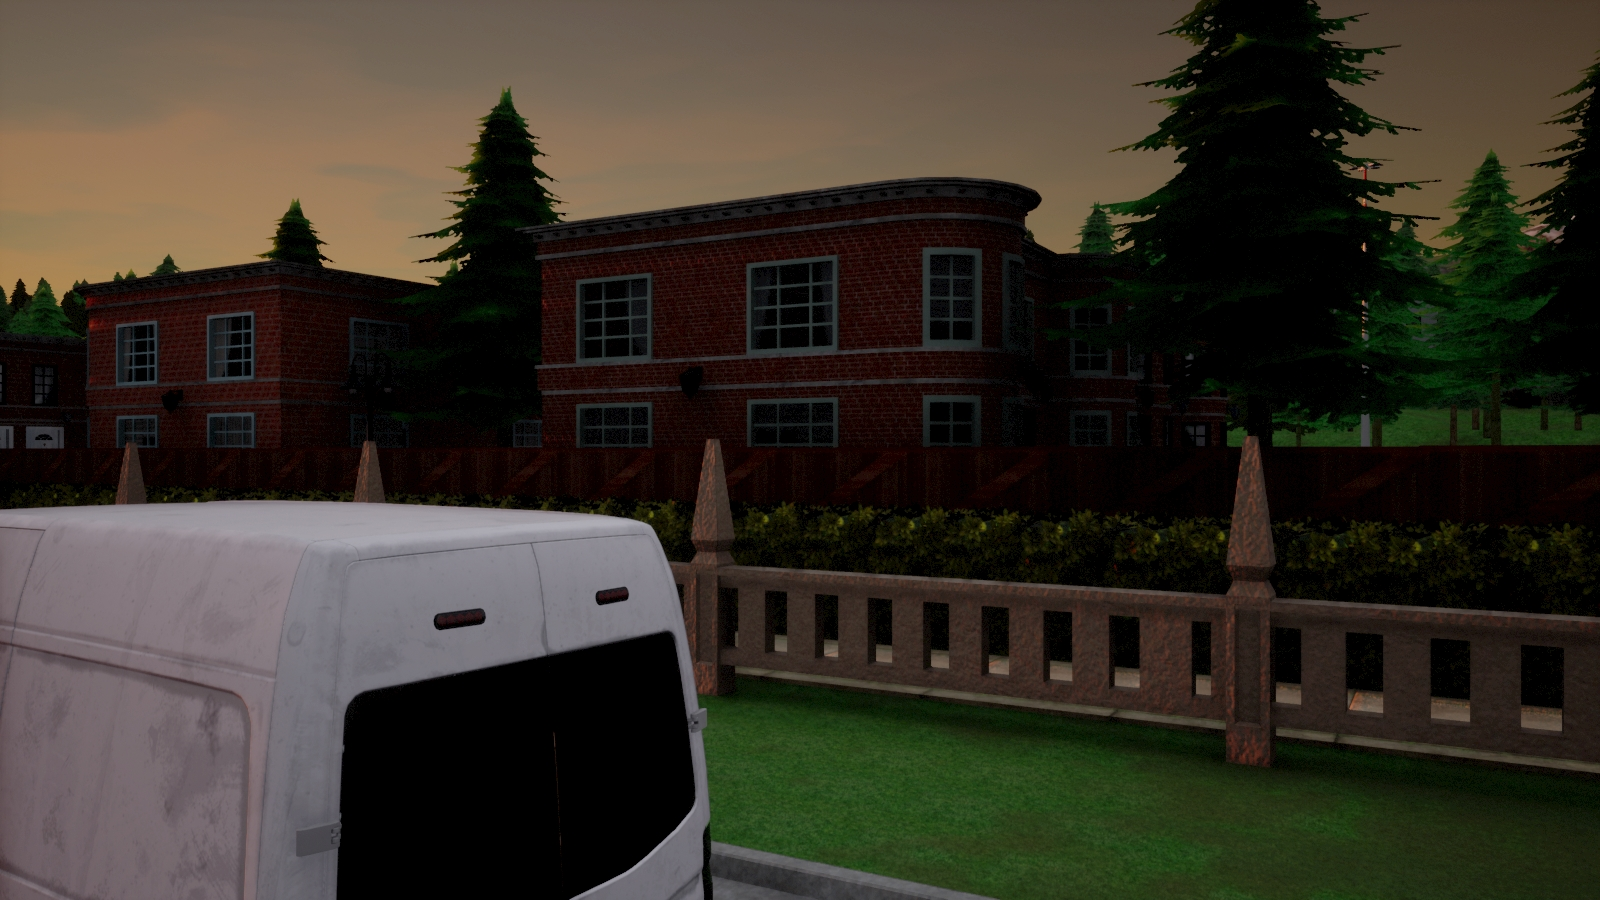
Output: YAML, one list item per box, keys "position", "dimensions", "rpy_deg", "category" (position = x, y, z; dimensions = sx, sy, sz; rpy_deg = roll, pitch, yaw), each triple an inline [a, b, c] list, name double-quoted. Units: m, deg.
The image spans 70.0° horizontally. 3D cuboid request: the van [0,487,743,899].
- position: [-3.240, 1.534, 5.467]
  dimensions: [5.915, 2.561, 1.988]
  rpy_deg: [0, 0, 34]
  category: "van"
